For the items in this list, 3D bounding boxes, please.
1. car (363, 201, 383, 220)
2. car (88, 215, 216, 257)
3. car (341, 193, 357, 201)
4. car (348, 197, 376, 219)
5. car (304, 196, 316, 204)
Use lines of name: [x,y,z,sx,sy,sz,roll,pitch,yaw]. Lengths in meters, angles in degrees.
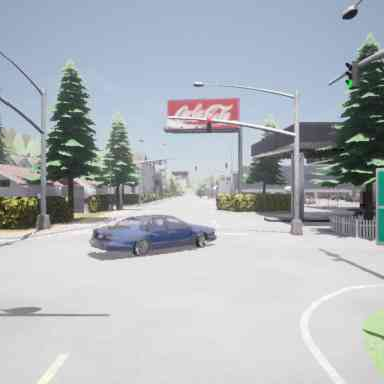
car: [18.621,1.672,30.662,4.611,1.667,2.242,0,0,0]
car: [-1.414,1.635,13.515,5.357,1.411,2.033,0,0,-43]
car: [34.732,1.489,71.890,2.007,1.523,4.514,0,0,0]
car: [14.308,1.505,24.982,3.866,1.878,1.905,0,0,0]
car: [22.347,1.552,64.068,1.970,1.475,3.806,0,0,0]
